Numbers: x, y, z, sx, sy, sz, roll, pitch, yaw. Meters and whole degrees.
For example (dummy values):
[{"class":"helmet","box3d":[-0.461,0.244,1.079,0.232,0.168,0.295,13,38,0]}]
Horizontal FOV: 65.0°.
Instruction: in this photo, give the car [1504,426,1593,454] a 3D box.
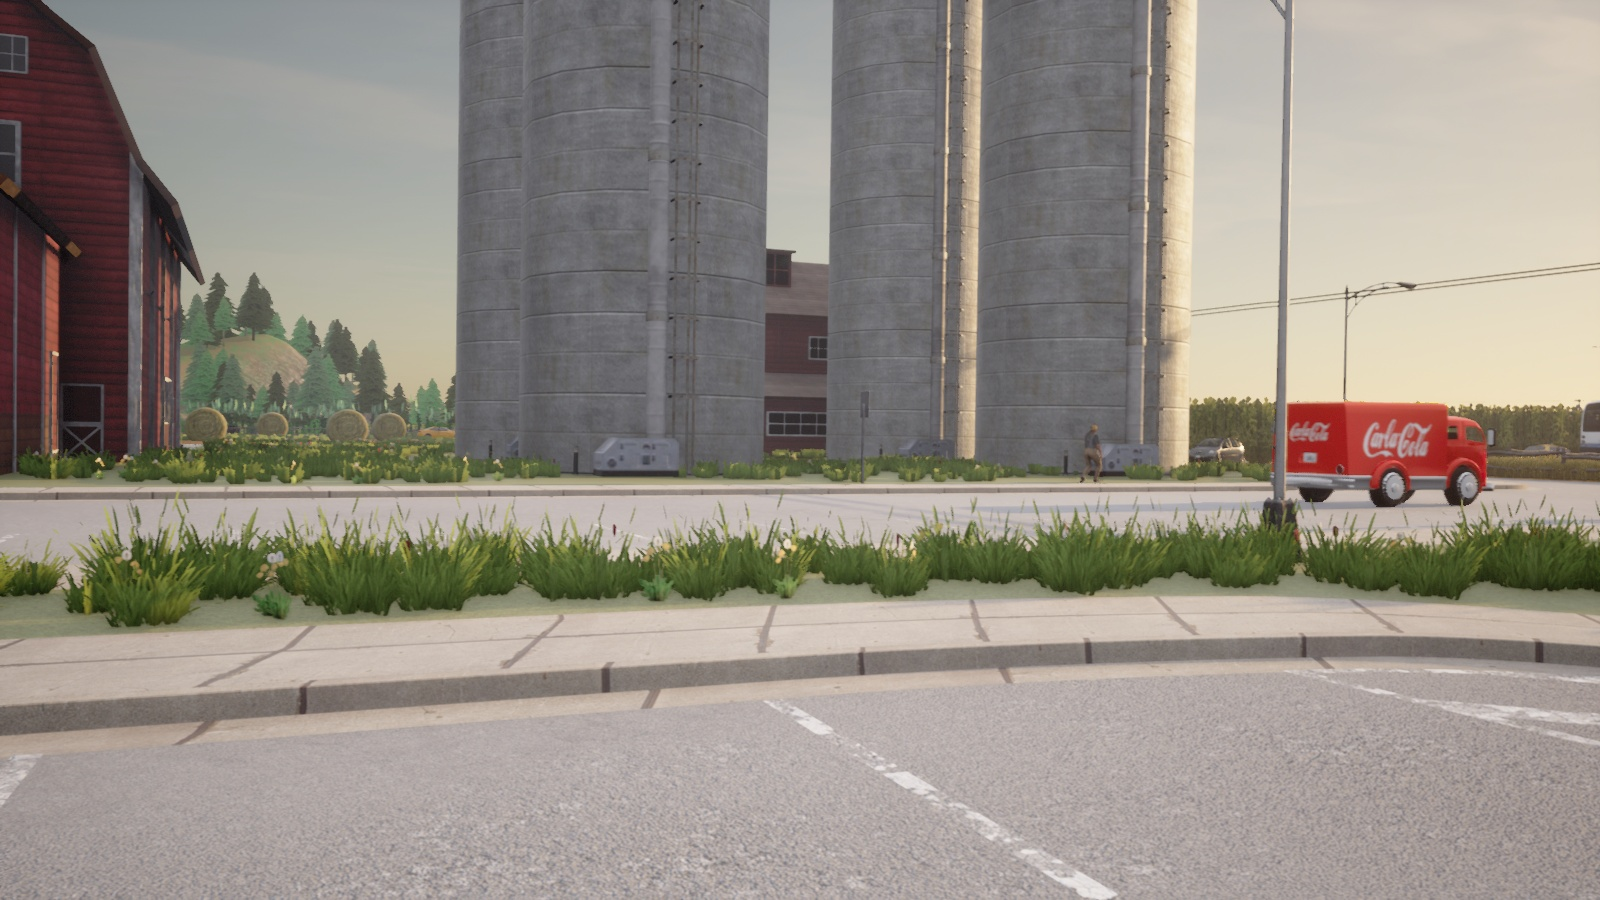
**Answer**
[{"class":"car","box3d":[45.219,-0.626,75.812,5.366,1.575,1.801,-1,1,-23]}]

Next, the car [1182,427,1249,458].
[{"class":"car","box3d":[22.589,-0.402,68.246,3.988,1.617,1.851,-1,1,-45]}]

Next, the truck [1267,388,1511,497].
[{"class":"truck","box3d":[14.332,-0.207,30.592,5.204,2.467,2.627,-1,1,-24]}]

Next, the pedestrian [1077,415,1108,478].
[{"class":"pedestrian","box3d":[8.675,-0.121,37.240,0.694,1.848,0.540,-1,1,-35]}]

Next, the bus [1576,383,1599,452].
[{"class":"bus","box3d":[54.761,-2.119,79.867,10.273,4.253,3.944,-1,1,-23]}]
